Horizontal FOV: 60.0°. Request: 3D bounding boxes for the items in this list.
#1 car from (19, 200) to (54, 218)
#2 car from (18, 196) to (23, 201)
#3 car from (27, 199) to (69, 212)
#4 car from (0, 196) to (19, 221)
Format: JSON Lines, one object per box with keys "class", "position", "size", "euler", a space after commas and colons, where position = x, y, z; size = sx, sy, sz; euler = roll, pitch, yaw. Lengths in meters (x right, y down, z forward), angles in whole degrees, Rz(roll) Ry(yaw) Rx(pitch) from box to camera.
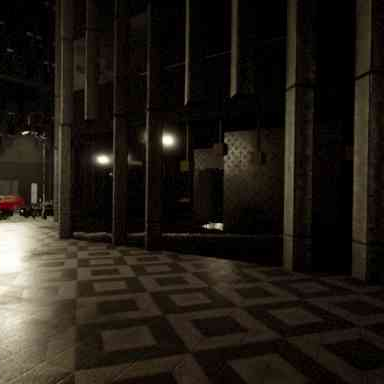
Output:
{"class": "car", "position": [-13.895, 1.741, 31.242], "size": [1.947, 1.339, 4.313], "euler": [1, 0, 35]}
{"class": "car", "position": [-20.849, 1.352, 36.167], "size": [2.192, 1.841, 5.009], "euler": [1, 0, 35]}
{"class": "car", "position": [-17.596, 1.633, 40.776], "size": [1.947, 1.339, 4.313], "euler": [1, 0, 35]}
{"class": "car", "position": [-17.147, 1.462, 26.631], "size": [2.192, 1.841, 5.009], "euler": [1, 0, 35]}
